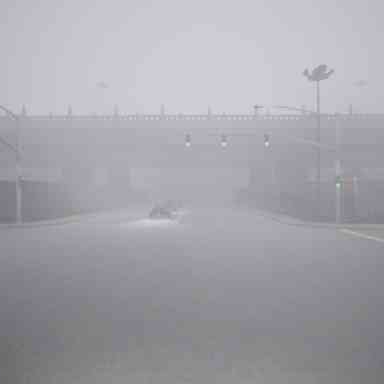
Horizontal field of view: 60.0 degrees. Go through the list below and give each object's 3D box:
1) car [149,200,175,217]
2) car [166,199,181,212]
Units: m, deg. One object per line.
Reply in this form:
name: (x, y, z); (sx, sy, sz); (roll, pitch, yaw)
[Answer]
car: (-3.023, 1.744, 32.904); (1.895, 1.301, 4.718); (0, 0, 1)
car: (-2.858, 1.690, 42.773); (1.837, 1.490, 4.892); (0, 0, 1)
